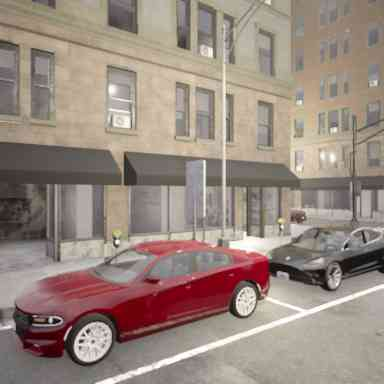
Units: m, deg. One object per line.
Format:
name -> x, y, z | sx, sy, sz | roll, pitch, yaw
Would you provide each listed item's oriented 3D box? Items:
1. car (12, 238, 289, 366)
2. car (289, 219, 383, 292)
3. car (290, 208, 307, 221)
car -> -0.578, 1.550, 5.793 | 4.507, 1.381, 1.887 | 0, 0, -36
car -> 3.878, 1.581, 9.036 | 4.313, 1.339, 1.947 | 0, 0, -36
car -> 6.429, 1.583, 25.713 | 1.882, 1.535, 5.008 | 0, 0, -36
